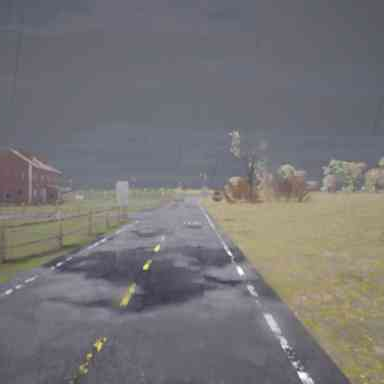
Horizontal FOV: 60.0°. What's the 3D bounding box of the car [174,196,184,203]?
[{"bbox_3d":[-2.765,1.575,71.144,1.994,1.385,4.181,0,0,0],"label":"car"}]
